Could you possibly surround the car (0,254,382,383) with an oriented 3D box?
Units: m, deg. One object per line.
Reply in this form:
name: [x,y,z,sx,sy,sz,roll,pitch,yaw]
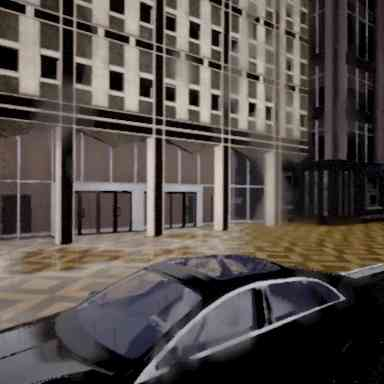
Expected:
car: [0.036,1.497,3.378,4.902,1.511,2.128,0,0,-35]
